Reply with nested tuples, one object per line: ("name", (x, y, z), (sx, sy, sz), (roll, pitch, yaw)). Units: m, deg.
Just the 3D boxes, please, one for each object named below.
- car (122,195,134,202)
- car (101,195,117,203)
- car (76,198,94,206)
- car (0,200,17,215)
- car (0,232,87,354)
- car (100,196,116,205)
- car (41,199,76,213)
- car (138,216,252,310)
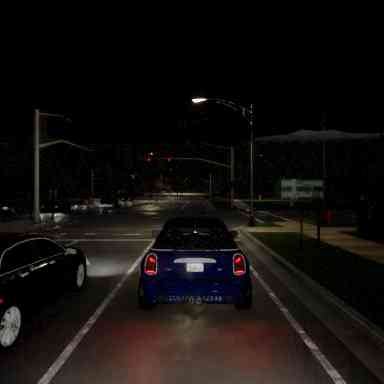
("car", (-14.145, 1.478, 73.584), (1.837, 1.490, 4.892), (0, 0, 1))
("car", (-17.687, 1.517, 70.912), (2.128, 1.511, 4.902), (0, 0, 1))
("car", (-18.000, 1.600, 55.808), (1.895, 1.301, 4.718), (0, 0, 1))
("car", (-18.393, 1.491, 31.209), (2.128, 1.511, 4.902), (0, 0, 1))
("car", (-3.442, 1.505, 6.092), (1.837, 1.490, 4.892), (0, 0, 0))
("car", (-14.471, 1.504, 57.409), (1.837, 1.490, 4.892), (0, 0, 1))
("car", (-14.809, 1.525, 36.669), (1.812, 1.442, 4.674), (0, 0, 1))
("car", (0.068, 1.352, 7.997), (2.097, 1.767, 4.553), (0, 0, 0))
